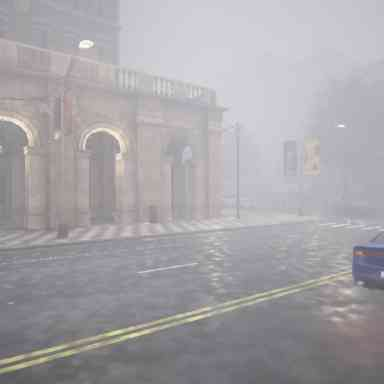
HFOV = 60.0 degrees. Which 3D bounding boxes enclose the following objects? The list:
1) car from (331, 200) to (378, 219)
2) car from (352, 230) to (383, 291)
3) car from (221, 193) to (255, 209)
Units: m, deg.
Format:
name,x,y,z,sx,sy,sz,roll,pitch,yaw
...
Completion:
name,x,y,z,sx,sy,sz,roll,pitch,yaw
car,14.386,1.478,29.753,1.882,1.535,5.008,1,0,-6
car,5.803,1.478,7.996,5.008,1.535,1.882,0,0,-37
car,6.078,1.220,45.219,2.150,2.045,5.566,0,0,-35
